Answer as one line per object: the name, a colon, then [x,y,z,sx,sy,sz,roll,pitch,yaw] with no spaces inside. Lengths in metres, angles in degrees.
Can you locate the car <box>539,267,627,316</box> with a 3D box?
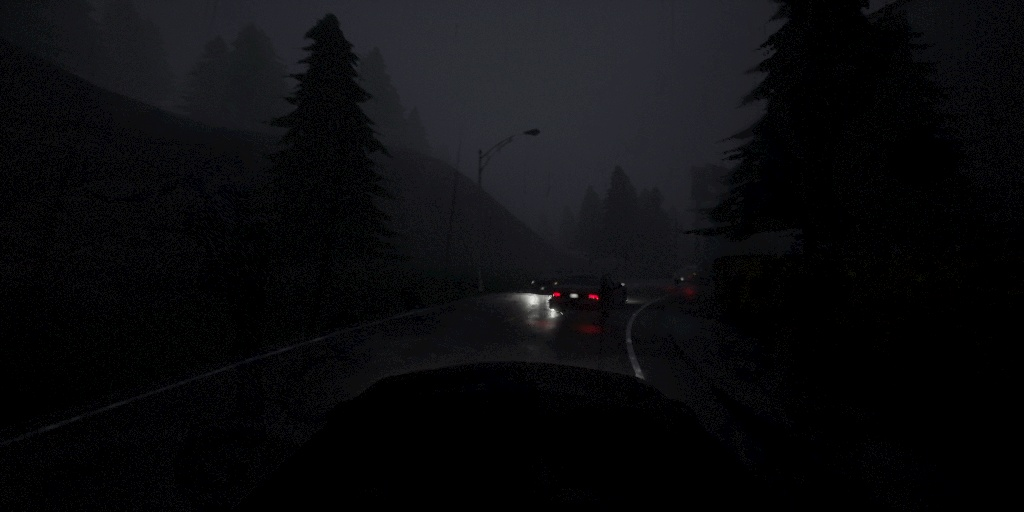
car: [3.073,1.319,13.609,2.033,1.411,5.357,1,0,26]

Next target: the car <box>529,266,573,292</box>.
car: [3.105,1.311,20.725,2.033,1.411,5.357,1,0,35]

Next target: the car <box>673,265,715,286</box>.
car: [13.783,1.409,26.906,4.674,1.442,1.812,1,0,-42]
